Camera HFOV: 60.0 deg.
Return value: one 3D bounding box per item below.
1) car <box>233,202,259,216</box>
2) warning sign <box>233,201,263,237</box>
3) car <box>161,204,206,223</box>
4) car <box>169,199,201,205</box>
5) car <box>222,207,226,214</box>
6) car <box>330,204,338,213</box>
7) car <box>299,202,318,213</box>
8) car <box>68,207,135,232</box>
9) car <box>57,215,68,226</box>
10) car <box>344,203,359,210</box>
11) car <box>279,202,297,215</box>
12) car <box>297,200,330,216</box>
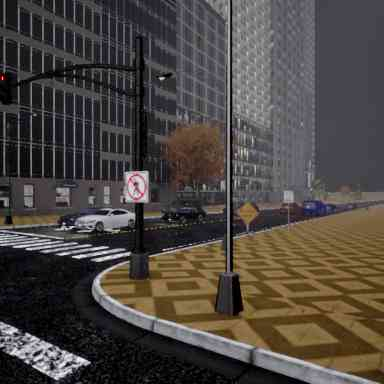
[{"bbox_3d":[6.707,2.060,41.548,2.097,1.767,4.553,0,-1,33],"label":"car"},{"bbox_3d":[3.115,1.454,18.570,1.300,1.860,1.060,1,1,33],"label":"warning sign"},{"bbox_3d":[-0.694,2.066,30.121,1.895,1.301,4.718,0,-1,33],"label":"car"},{"bbox_3d":[-0.997,1.765,35.636,2.150,2.045,5.566,0,-1,33],"label":"car"},{"bbox_3d":[6.059,2.373,46.517,1.895,1.301,4.718,0,-1,33],"label":"car"},{"bbox_3d":[21.923,2.558,52.964,1.812,1.442,4.674,0,-1,33],"label":"car"},{"bbox_3d":[19.194,2.507,54.728,1.882,1.535,5.008,0,-1,33],"label":"car"},{"bbox_3d":[-5.649,1.827,22.484,1.812,1.442,4.674,0,-1,33],"label":"car"},{"bbox_3d":[-7.525,1.873,25.536,2.033,1.411,5.357,0,-1,33],"label":"car"},{"bbox_3d":[31.516,2.837,65.715,1.812,1.442,4.674,0,-1,33],"label":"car"},{"bbox_3d":[13.848,2.206,46.362,2.097,1.767,4.553,0,-1,33],"label":"car"},{"bbox_3d":[16.168,2.066,43.994,2.150,2.045,5.566,0,-1,35],"label":"car"}]
